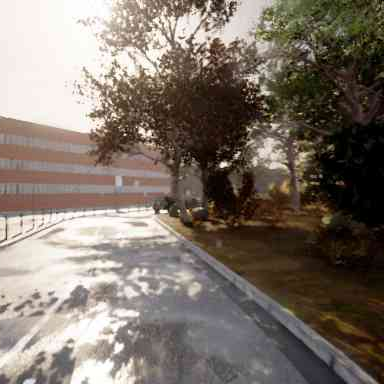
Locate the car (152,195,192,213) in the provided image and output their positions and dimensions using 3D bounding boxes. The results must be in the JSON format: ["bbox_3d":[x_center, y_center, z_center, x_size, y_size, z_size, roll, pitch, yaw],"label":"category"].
[{"bbox_3d":[-2.532,1.463,39.896,2.150,2.045,5.566,0,-1,28],"label":"car"}]

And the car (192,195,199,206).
[{"bbox_3d":[-1.807,1.554,58.379,5.566,2.045,2.435,0,0,27],"label":"car"}]

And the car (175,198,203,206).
[{"bbox_3d":[-0.520,1.846,60.893,4.674,1.452,2.002,0,0,27],"label":"car"}]
